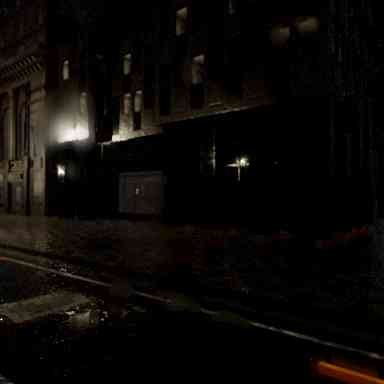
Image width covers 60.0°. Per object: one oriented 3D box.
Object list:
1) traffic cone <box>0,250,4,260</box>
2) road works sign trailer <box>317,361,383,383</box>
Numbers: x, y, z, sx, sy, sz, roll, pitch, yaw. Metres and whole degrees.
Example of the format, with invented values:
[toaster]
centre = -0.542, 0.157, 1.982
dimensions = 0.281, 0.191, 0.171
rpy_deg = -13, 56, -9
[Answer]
[traffic cone]
centre = -6.857, 2.091, 11.761
dimensions = 0.340, 0.580, 0.340
rpy_deg = -1, -1, 38
[road works sign trailer]
centre = 2.434, 0.492, 2.558
dimensions = 2.880, 3.560, 2.380
rpy_deg = 0, -1, 38
